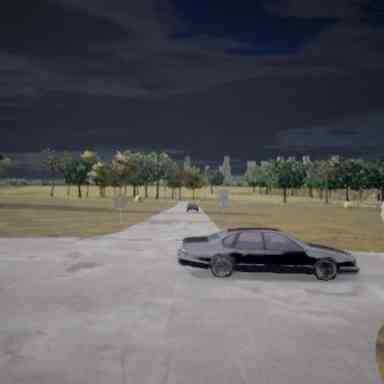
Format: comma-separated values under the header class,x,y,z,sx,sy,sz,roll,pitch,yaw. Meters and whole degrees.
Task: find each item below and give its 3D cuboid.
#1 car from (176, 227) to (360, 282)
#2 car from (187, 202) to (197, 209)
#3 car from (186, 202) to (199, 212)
class,x,y,z,sx,sy,sz,roll,pitch,yaw
car,2.204,1.829,10.400,5.357,1.411,2.033,2,0,0
car,0.006,2.775,68.051,1.812,1.442,4.674,0,-1,0
car,0.097,2.463,54.688,1.837,1.490,4.892,0,-2,0
